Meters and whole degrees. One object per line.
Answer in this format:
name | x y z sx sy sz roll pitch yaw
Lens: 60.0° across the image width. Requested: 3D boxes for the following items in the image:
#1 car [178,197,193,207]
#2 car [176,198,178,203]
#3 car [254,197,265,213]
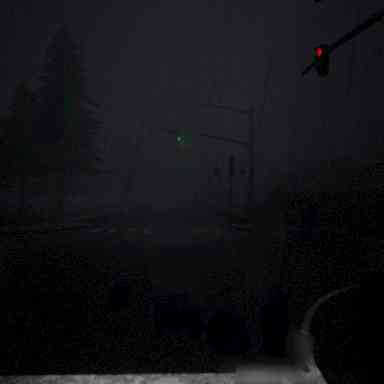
car | -0.862 1.883 60.467 2.033 1.411 5.357 0 0 -7
car | -2.148 1.754 70.653 1.812 1.442 4.674 0 0 -13
car | 8.894 1.361 35.843 4.605 1.855 1.932 0 0 -1
